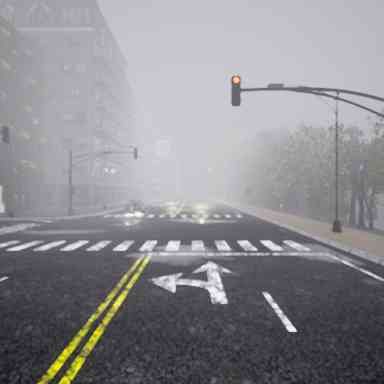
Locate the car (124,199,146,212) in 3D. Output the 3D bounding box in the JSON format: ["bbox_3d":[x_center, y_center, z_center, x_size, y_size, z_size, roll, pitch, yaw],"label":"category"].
[{"bbox_3d":[-6.462,1.554,38.055,2.128,1.511,4.902,0,1,0],"label":"car"}]

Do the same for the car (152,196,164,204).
[{"bbox_3d":[-6.431,1.588,62.924,1.812,1.442,4.674,0,1,0],"label":"car"}]
